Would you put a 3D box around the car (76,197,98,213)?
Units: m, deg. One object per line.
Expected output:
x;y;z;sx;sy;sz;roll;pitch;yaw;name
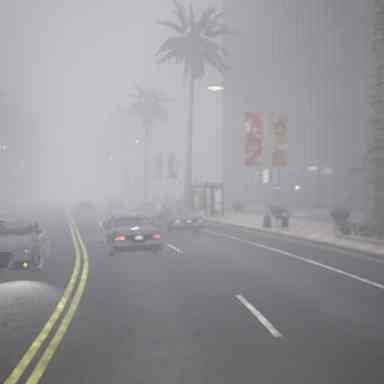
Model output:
-12.193;1.541;38.136;1.812;1.442;4.674;0;0;-21;car

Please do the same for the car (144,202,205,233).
-1.030;1.528;19.117;2.033;1.411;5.357;0;0;-21;car

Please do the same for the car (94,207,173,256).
-2.567;1.544;13.202;2.033;1.411;5.357;0;0;-20;car

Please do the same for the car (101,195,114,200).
-16.457;1.355;66.837;2.185;1.767;4.553;0;0;-21;car

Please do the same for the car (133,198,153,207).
-5.753;1.461;39.482;2.231;1.521;4.892;0;0;-21;car

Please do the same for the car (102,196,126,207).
-9.284;1.544;40.306;2.033;1.411;5.357;0;0;-22;car

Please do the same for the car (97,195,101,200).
-24.167;1.528;87.369;2.161;1.482;4.786;0;0;-21;car

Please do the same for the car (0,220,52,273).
-5.568;1.580;10.291;1.994;1.385;4.181;0;0;-17;car
